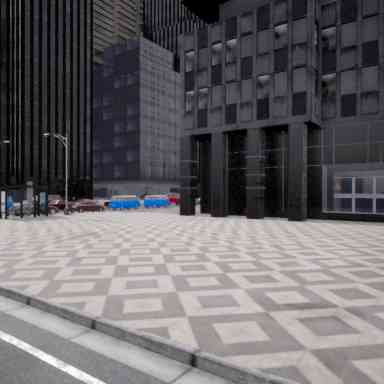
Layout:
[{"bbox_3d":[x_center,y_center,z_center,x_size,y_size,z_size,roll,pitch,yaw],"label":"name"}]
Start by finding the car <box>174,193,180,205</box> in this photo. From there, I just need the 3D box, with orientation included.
[{"bbox_3d":[-4.103,1.191,55.684,2.150,2.045,5.566,0,0,36],"label":"car"}]

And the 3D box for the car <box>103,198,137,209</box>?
[{"bbox_3d":[-10.174,1.572,47.239,1.895,1.301,4.718,0,0,36],"label":"car"}]

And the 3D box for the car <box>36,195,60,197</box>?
[{"bbox_3d":[-18.244,1.284,40.505,2.192,1.841,5.009,0,0,35],"label":"car"}]

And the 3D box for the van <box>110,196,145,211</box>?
[{"bbox_3d":[-8.006,1.331,40.186,1.690,1.788,3.998,0,0,35],"label":"van"}]

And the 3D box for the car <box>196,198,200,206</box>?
[{"bbox_3d":[1.874,1.568,54.059,1.802,1.307,4.206,0,0,35],"label":"car"}]

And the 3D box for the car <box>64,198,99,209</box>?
[{"bbox_3d":[-14.951,1.548,45.130,1.802,1.307,4.206,0,0,35],"label":"car"}]

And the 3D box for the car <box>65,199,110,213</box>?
[{"bbox_3d":[-11.300,1.576,35.561,1.802,1.307,4.206,0,0,35],"label":"car"}]

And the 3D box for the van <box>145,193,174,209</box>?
[{"bbox_3d":[-4.713,1.329,44.810,1.690,1.788,3.998,0,0,35],"label":"van"}]

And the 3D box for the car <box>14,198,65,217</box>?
[{"bbox_3d":[-14.594,1.548,30.937,2.008,1.369,4.403,0,0,35],"label":"car"}]
